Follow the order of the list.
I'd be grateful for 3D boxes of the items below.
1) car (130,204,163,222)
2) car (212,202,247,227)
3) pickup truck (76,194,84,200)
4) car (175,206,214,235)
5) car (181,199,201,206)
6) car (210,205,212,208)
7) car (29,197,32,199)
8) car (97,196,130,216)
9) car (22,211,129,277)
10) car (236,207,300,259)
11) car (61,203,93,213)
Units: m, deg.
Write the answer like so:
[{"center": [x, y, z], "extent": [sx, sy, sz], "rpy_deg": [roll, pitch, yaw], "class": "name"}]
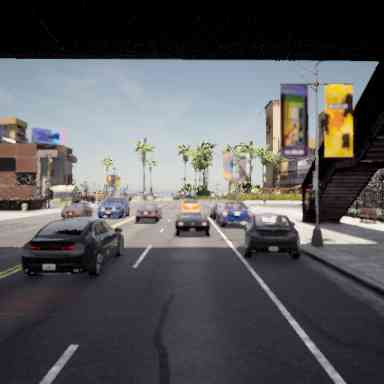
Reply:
[{"center": [-3.564, 1.685, 27.958], "extent": [2.033, 1.411, 5.357], "rpy_deg": [0, 0, -1], "class": "car"}, {"center": [2.916, 1.475, 23.736], "extent": [2.185, 1.767, 4.553], "rpy_deg": [0, 0, -1], "class": "car"}, {"center": [-29.344, 1.524, 90.333], "extent": [6.274, 2.098, 2.390], "rpy_deg": [0, 0, -1], "class": "pickup truck"}, {"center": [0.013, 1.699, 19.492], "extent": [1.895, 1.301, 4.718], "rpy_deg": [0, 0, -1], "class": "car"}, {"center": [-0.140, 1.534, 36.300], "extent": [2.097, 1.767, 4.553], "rpy_deg": [0, 0, -1], "class": "car"}, {"center": [2.717, 1.633, 30.159], "extent": [2.097, 1.535, 5.008], "rpy_deg": [0, 0, -1], "class": "car"}, {"center": [-29.488, 1.550, 62.705], "extent": [2.185, 1.767, 4.553], "rpy_deg": [0, 0, -1], "class": "car"}, {"center": [-7.193, 1.427, 31.171], "extent": [2.150, 2.045, 5.566], "rpy_deg": [0, 0, -1], "class": "car"}, {"center": [-3.416, 1.555, 10.337], "extent": [1.837, 1.490, 4.892], "rpy_deg": [0, 0, 0], "class": "car"}, {"center": [2.980, 1.548, 12.961], "extent": [2.231, 1.521, 4.892], "rpy_deg": [0, 0, 9], "class": "car"}, {"center": [-10.694, 1.751, 31.167], "extent": [1.994, 1.385, 4.181], "rpy_deg": [0, 0, -1], "class": "car"}]
